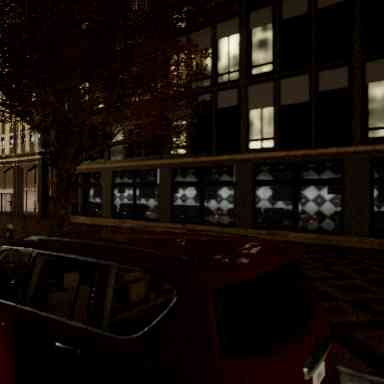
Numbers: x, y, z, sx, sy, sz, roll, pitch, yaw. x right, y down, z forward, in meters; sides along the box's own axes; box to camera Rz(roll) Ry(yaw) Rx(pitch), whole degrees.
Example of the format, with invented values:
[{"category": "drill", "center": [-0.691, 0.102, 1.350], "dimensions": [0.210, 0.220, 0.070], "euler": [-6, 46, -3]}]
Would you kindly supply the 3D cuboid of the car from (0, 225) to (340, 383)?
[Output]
[{"category": "car", "center": [-1.087, 1.315, 3.645], "dimensions": [5.009, 1.841, 2.192], "euler": [0, 0, 35]}]
